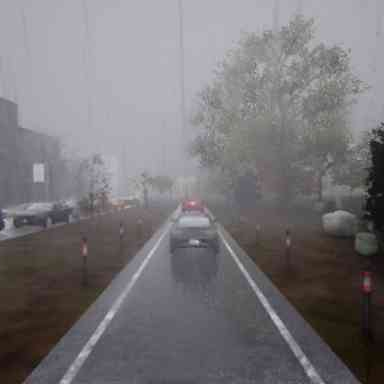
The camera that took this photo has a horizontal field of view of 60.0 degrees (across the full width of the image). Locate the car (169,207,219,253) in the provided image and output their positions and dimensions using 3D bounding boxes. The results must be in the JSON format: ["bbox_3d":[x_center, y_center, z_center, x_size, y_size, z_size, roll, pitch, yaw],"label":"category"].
[{"bbox_3d":[0.086,1.552,13.689,1.812,1.442,4.674,0,0,0],"label":"car"}]

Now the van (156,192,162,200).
[{"bbox_3d":[-9.106,1.072,81.493,1.878,1.987,4.442,0,0,2],"label":"van"}]

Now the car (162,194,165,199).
[{"bbox_3d":[-9.110,1.277,87.178,2.231,1.521,4.892,0,-1,-2],"label":"car"}]

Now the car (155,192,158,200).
[{"bbox_3d":[-9.083,1.334,70.522,2.002,1.452,4.674,0,0,0],"label":"car"}]

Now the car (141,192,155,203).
[{"bbox_3d":[-9.072,1.056,63.777,2.435,2.045,5.566,0,0,1],"label":"car"}]

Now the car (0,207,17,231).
[{"bbox_3d":[-8.989,1.049,11.660,2.435,2.045,5.566,0,0,2],"label":"car"}]

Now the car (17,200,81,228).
[{"bbox_3d":[-9.003,1.319,20.613,2.097,1.535,5.008,0,0,2],"label":"car"}]

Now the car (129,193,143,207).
[{"bbox_3d":[-9.048,1.297,48.345,2.097,1.535,5.008,0,0,2],"label":"car"}]

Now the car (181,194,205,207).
[{"bbox_3d":[0.083,1.223,33.634,2.150,2.045,5.566,0,0,0],"label":"car"}]

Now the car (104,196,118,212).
[{"bbox_3d":[-9.020,1.327,31.711,2.097,1.535,5.008,0,0,2],"label":"car"}]

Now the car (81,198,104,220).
[{"bbox_3d":[-9.012,1.334,26.155,2.231,1.521,4.892,0,1,2],"label":"car"}]

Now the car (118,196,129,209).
[{"bbox_3d":[-9.039,1.304,38.092,1.946,1.575,5.366,0,0,2],"label":"car"}]

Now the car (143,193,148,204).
[{"bbox_3d":[-9.057,1.280,53.893,2.097,1.535,5.008,0,0,2],"label":"car"}]
